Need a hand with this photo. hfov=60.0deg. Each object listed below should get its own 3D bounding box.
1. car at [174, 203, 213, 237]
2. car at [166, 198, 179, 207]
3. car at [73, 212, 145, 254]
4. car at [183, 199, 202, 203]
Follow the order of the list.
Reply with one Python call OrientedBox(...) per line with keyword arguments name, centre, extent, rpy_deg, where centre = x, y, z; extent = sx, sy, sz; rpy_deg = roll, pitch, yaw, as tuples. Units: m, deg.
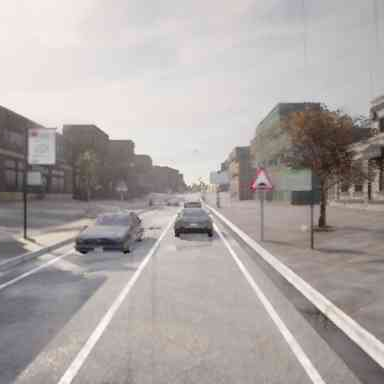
OrientedBox(name="car", centre=(0.089, 1.545, 18.102), extent=(1.994, 1.385, 4.181), rpy_deg=(0, 0, 0))
OrientedBox(name="car", centre=(-3.094, 1.670, 54.312), extent=(2.128, 1.511, 4.902), rpy_deg=(0, -1, 0))
OrientedBox(name="car", centre=(-3.098, 1.536, 13.685), extent=(2.033, 1.411, 5.357), rpy_deg=(0, 0, 0))
OrientedBox(name="car", centre=(0.079, 1.455, 35.836), extent=(2.128, 1.511, 4.902), rpy_deg=(0, 0, 0))
